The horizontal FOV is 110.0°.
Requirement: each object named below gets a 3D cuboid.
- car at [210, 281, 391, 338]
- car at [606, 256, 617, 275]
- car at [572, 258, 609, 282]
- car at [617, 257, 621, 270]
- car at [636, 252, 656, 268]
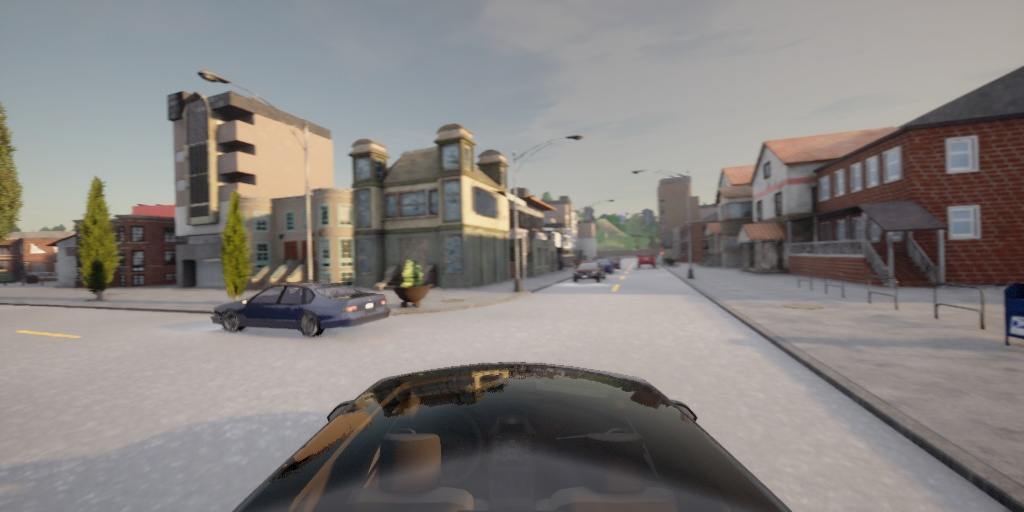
[{"bbox_3d":[-6.271,1.476,10.646,5.357,1.411,2.033,-2,0,19],"label":"car"},{"bbox_3d":[8.982,0.978,35.424,1.882,1.535,5.008,-2,0,20],"label":"car"},{"bbox_3d":[5.832,1.114,26.740,1.812,1.442,4.674,-2,0,22],"label":"car"},{"bbox_3d":[12.418,0.757,44.759,2.097,1.767,4.553,-2,0,20],"label":"car"},{"bbox_3d":[17.689,0.474,47.309,2.150,2.045,5.566,-2,0,20],"label":"car"}]
